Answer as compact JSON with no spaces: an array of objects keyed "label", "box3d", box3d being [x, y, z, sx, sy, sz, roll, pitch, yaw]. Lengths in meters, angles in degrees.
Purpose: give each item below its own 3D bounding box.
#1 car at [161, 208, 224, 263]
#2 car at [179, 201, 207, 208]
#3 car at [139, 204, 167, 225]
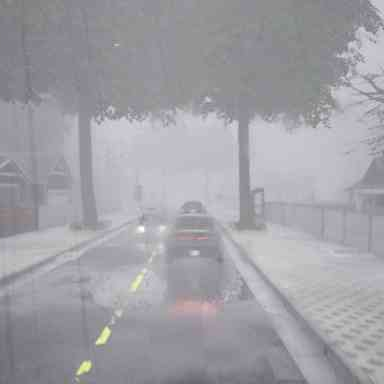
[{"label":"car","box3d":[0.086,1.545,12.078,1.837,1.490,4.892,0,0,0]},{"label":"car","box3d":[0.080,1.462,26.329,2.097,1.767,4.553,0,0,0]},{"label":"car","box3d":[-2.859,1.631,25.367,1.812,1.442,4.674,0,0,0]}]
